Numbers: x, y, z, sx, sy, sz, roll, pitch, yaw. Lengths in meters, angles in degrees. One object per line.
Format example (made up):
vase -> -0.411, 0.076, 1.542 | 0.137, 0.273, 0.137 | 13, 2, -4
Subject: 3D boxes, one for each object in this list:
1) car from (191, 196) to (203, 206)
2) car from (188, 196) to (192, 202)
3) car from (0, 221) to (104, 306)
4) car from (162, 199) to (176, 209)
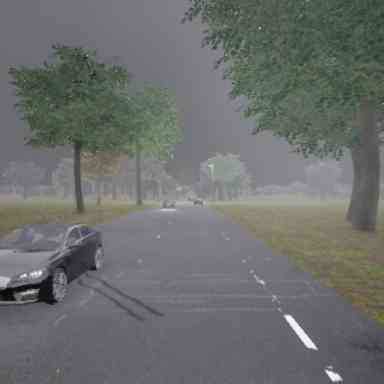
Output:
car -> 1.228, 1.896, 65.108 | 1.812, 1.442, 4.674 | 0, 0, 0
car -> 0.003, 1.733, 84.541 | 2.097, 1.767, 4.553 | 0, 0, 0
car -> -3.598, 1.529, 8.301 | 2.128, 1.511, 4.902 | 0, 0, 0
car -> -3.561, 1.773, 51.890 | 2.128, 1.511, 4.902 | 0, 0, 0
